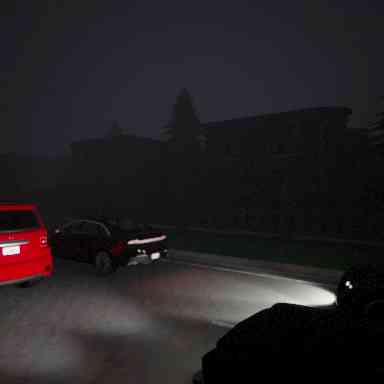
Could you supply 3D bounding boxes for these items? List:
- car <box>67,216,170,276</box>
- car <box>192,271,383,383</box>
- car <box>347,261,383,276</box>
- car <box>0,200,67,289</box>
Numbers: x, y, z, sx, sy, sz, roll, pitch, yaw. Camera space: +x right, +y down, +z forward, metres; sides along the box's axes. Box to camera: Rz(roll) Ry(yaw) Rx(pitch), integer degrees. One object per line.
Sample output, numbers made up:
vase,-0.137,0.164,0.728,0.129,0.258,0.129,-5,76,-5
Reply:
car,-2.941,1.492,10.343,4.902,1.511,2.128,0,0,36
car,2.334,1.601,2.327,4.718,1.301,1.895,0,0,36
car,4.483,1.564,5.092,4.181,1.385,1.994,0,0,35
car,-5.642,1.222,7.978,5.566,2.045,2.150,0,0,36
